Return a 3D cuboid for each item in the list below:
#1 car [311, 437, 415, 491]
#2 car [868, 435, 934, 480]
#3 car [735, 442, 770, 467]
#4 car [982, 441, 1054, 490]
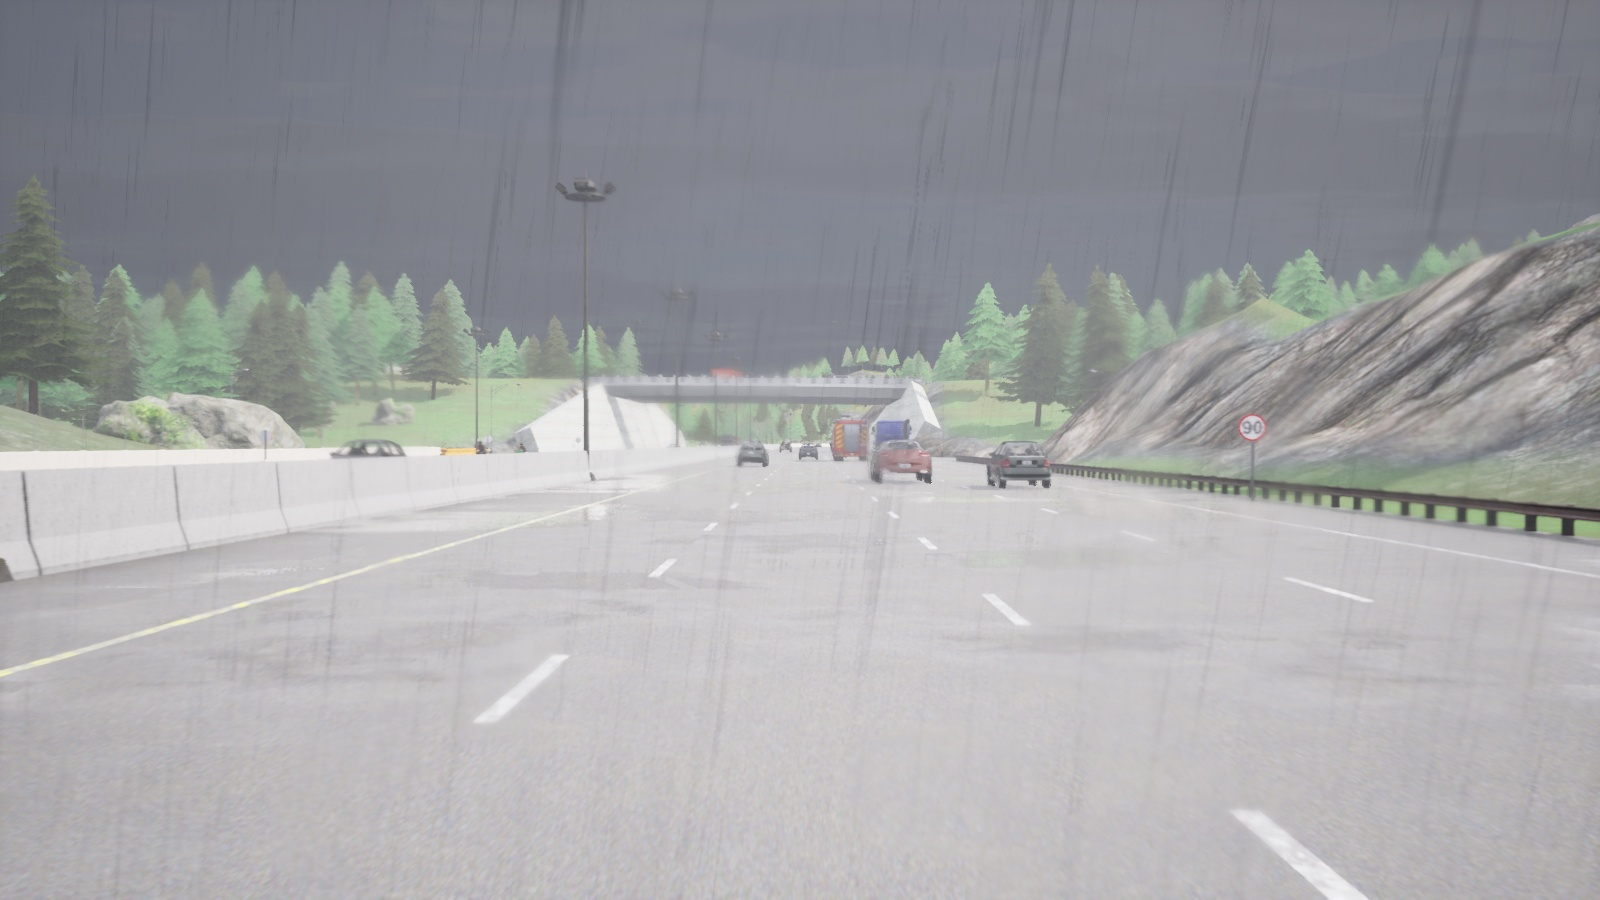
[{"bbox_3d":[-13.727,0.410,39.669,1.851,1.617,3.988,0,0,0],"label":"car"},{"bbox_3d":[3.829,0.256,48.238,2.152,1.651,5.027,0,0,0],"label":"car"},{"bbox_3d":[-2.968,0.243,79.554,2.007,1.525,4.514,0,0,0],"label":"car"},{"bbox_3d":[7.290,0.496,42.242,1.789,1.549,3.705,0,1,0],"label":"car"}]
